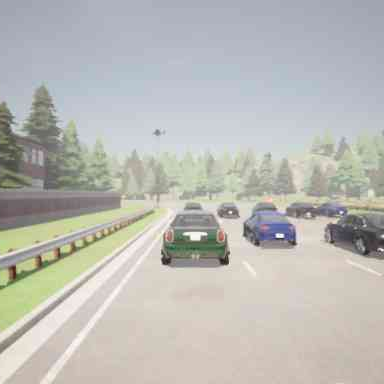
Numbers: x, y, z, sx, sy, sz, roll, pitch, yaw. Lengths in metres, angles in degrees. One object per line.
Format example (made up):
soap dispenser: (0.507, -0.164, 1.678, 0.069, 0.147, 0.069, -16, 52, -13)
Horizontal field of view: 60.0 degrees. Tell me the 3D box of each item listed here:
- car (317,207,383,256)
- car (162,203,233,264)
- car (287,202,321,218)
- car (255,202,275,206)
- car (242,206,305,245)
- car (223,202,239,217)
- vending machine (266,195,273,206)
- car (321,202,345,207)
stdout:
car: (7.102, 1.602, 13.628, 1.837, 1.490, 4.892, 0, 0, 0)
car: (0.102, 1.438, 12.316, 2.097, 1.767, 4.553, 0, 0, 0)
car: (10.597, 1.735, 32.645, 1.837, 1.490, 4.892, 0, 0, 0)
car: (7.097, 1.735, 32.640, 1.837, 1.490, 4.892, 0, 0, 0)
car: (3.603, 1.638, 15.938, 1.812, 1.442, 4.674, 0, 0, 0)
car: (3.590, 1.761, 33.603, 1.812, 1.442, 4.674, 0, 0, -1)
vending machine: (14.713, 1.636, 63.009, 1.100, 2.100, 0.880, 0, 0, -14)
car: (14.090, 1.762, 33.698, 1.812, 1.442, 4.674, 0, 0, -1)
